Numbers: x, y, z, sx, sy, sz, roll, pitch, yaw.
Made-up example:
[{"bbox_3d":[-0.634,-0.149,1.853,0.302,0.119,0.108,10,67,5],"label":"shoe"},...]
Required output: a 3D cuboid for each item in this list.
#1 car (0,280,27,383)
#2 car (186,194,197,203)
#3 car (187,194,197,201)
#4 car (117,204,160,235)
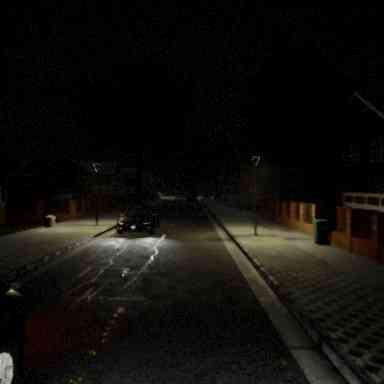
[{"bbox_3d":[-2.819,1.499,1.912,1.837,1.490,4.892,0,1,1],"label":"car"},{"bbox_3d":[-0.032,1.182,58.846,1.837,1.490,4.892,0,0,0],"label":"car"},{"bbox_3d":[-0.037,1.105,69.299,1.895,1.301,4.718,0,0,0],"label":"car"},{"bbox_3d":[-2.840,1.439,18.478,1.837,1.490,4.892,0,0,0],"label":"car"}]
